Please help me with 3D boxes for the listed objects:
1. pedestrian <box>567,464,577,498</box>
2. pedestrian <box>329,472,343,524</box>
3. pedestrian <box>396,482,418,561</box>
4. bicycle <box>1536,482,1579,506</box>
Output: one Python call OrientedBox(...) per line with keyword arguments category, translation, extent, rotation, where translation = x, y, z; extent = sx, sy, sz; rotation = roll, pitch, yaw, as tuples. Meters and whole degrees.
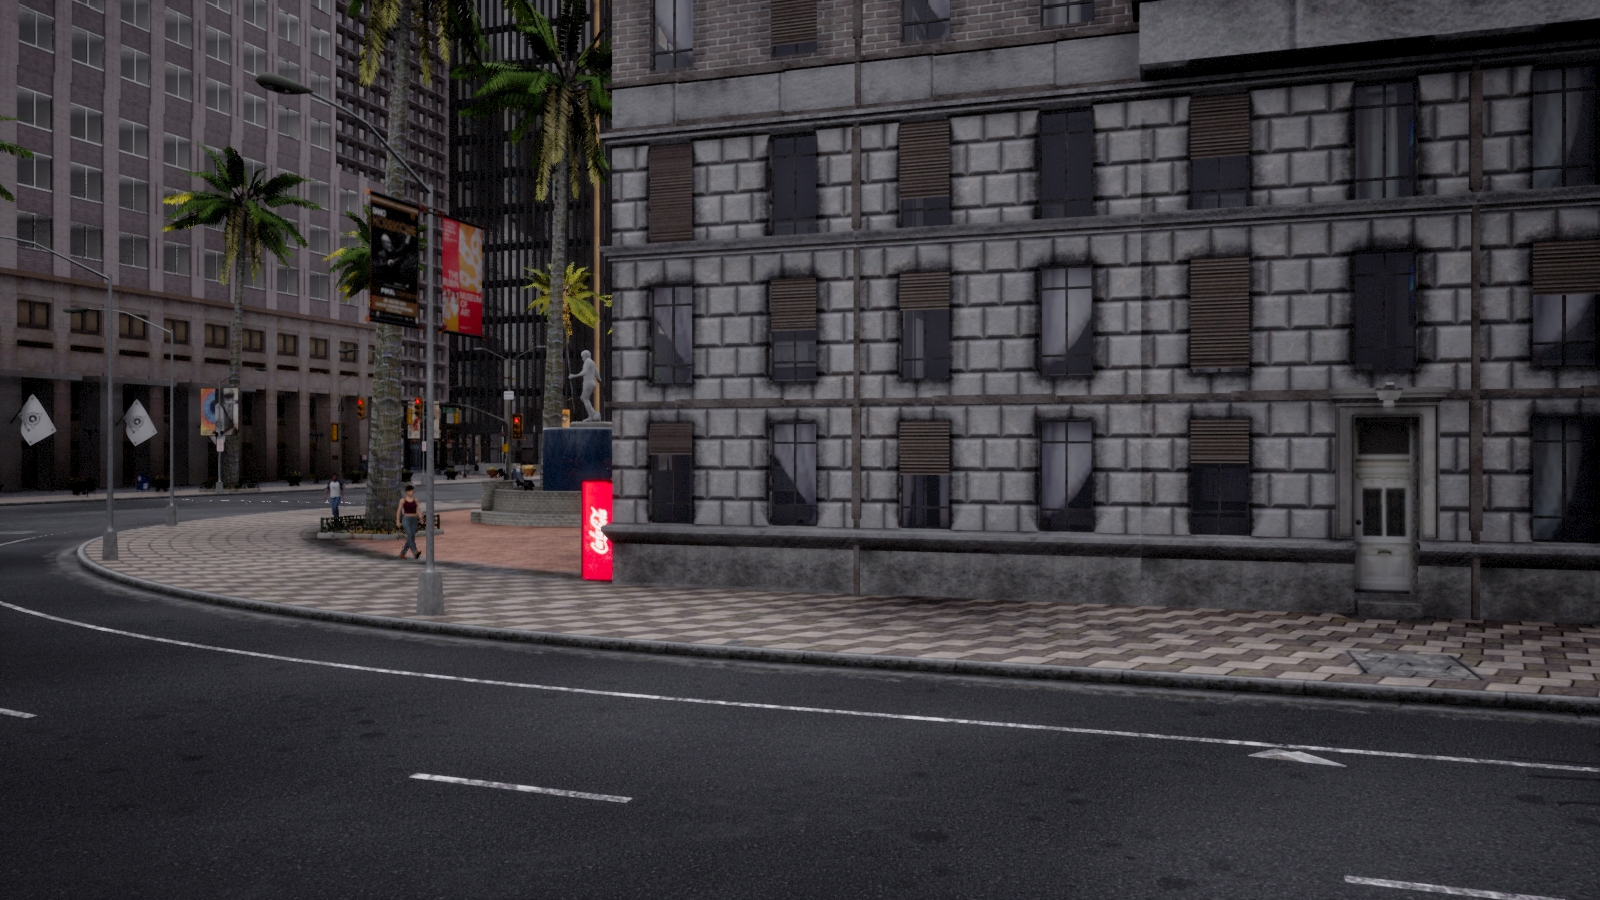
OrientedBox(category="pedestrian", translation=(-12.570, 1.696, 63.086), extent=(0.375, 1.860, 0.375), rotation=(0, 0, 30))
OrientedBox(category="pedestrian", translation=(-16.447, 1.696, 40.495), extent=(0.375, 1.860, 0.375), rotation=(0, 0, -9))
OrientedBox(category="pedestrian", translation=(-9.355, 1.696, 27.224), extent=(0.375, 1.860, 0.375), rotation=(0, 0, -43))
OrientedBox(category="bicycle", translation=(38.693, 2.244, 58.351), extent=(0.329, 1.171, 1.835), rotation=(7, -5, -30))
